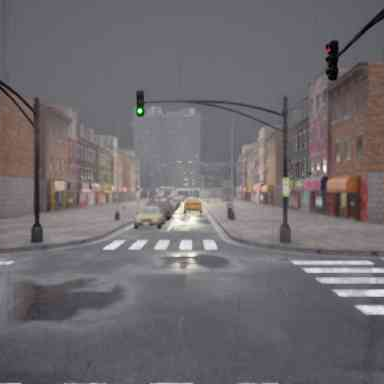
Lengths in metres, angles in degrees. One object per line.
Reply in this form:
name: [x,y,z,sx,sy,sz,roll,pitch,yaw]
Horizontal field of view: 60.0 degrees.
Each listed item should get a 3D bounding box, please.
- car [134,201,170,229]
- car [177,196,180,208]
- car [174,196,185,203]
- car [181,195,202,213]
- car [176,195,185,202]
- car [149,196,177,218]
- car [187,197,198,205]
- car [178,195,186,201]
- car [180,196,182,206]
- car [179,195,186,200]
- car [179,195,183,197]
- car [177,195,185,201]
car: [-2.639,1.505,21.531,1.752,1.417,4.829,0,0,0]
car: [-2.639,1.492,37.887,1.752,1.417,4.829,0,0,0]
car: [-2.640,1.497,70.769,2.008,1.369,4.403,0,0,0]
car: [0.101,1.445,36.984,1.882,1.535,5.008,0,0,0]
car: [-2.640,1.468,76.051,1.752,1.417,4.829,0,0,0]
car: [-2.640,1.290,27.152,2.192,1.841,5.009,0,0,0]
car: [0.063,1.553,59.898,1.895,1.301,4.718,0,0,0]
car: [-2.640,1.517,87.126,1.802,1.307,4.206,0,0,0]
car: [-2.639,1.529,43.509,1.947,1.339,4.313,0,0,0]
car: [-2.640,1.497,92.578,1.947,1.339,4.313,0,0,0]
car: [-2.639,1.525,48.961,1.947,1.339,4.313,0,0,0]
car: [-2.640,1.505,81.674,1.947,1.339,4.313,0,0,0]
